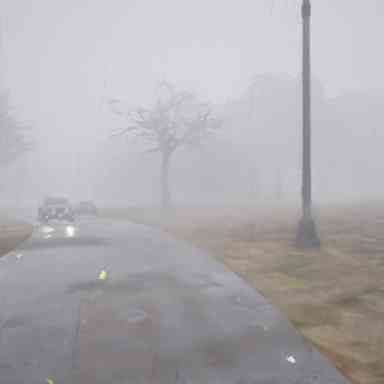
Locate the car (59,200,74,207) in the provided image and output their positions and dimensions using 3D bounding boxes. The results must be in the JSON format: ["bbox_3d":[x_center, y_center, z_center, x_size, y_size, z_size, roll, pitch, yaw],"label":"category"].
[{"bbox_3d":[-26.147,2.333,69.267,1.895,1.301,4.718,0,0,-8],"label":"car"}]

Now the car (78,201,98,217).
[{"bbox_3d":[-11.591,1.694,35.293,2.097,1.767,4.553,0,-1,-33],"label":"car"}]

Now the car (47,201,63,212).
[{"bbox_3d":[-20.946,2.195,51.133,2.033,1.411,5.357,0,-1,-20],"label":"car"}]

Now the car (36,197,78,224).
[{"bbox_3d":[-11.058,1.419,26.811,2.150,2.045,5.566,0,-1,-31],"label":"car"}]
